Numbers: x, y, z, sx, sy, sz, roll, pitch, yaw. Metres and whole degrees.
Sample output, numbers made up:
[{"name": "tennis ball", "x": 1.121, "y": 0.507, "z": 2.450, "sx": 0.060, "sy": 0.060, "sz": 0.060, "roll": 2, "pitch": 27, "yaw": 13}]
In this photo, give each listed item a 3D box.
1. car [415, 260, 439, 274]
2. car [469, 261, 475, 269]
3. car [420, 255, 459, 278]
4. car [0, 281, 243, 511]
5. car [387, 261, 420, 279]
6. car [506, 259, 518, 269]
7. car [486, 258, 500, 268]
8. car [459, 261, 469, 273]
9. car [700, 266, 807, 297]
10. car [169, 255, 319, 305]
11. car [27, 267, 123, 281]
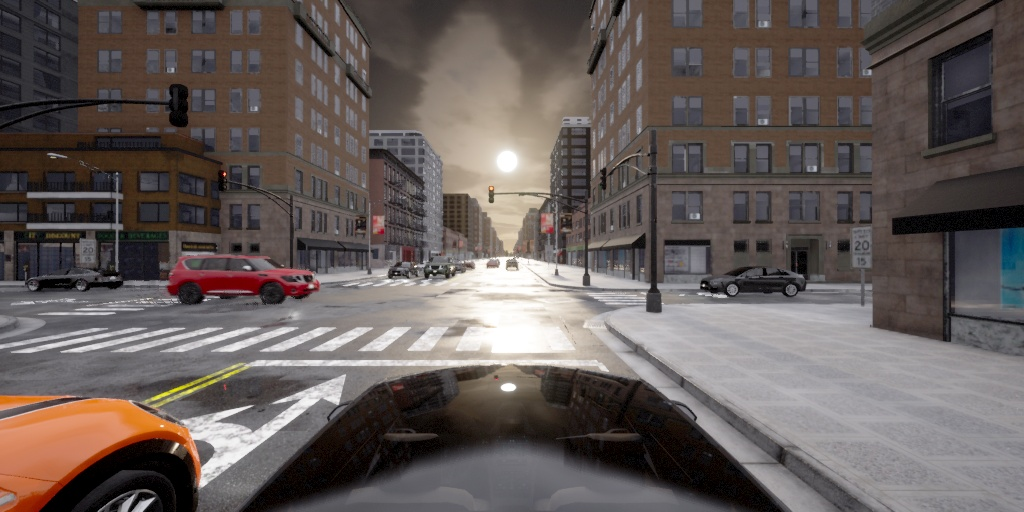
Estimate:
[{"name": "car", "x": -9.918, "y": 1.272, "z": 42.203, "sx": 1.812, "sy": 1.442, "sz": 4.674, "roll": 0, "pitch": 0, "yaw": 0}, {"name": "car", "x": -6.685, "y": 1.343, "z": 54.353, "sx": 1.895, "sy": 1.301, "sz": 4.718, "roll": 0, "pitch": 0, "yaw": 0}, {"name": "car", "x": -6.646, "y": 0.970, "z": 33.608, "sx": 2.150, "sy": 2.045, "sz": 5.566, "roll": 0, "pitch": 0, "yaw": 0}, {"name": "car", "x": -3.237, "y": 1.102, "z": 0.608, "sx": 2.097, "sy": 1.767, "sz": 4.553, "roll": 0, "pitch": 0, "yaw": 0}, {"name": "car", "x": -9.900, "y": 1.253, "z": 33.054, "sx": 1.837, "sy": 1.490, "sz": 4.892, "roll": 0, "pitch": 0, "yaw": 0}, {"name": "car", "x": 0.005, "y": 1.247, "z": 55.309, "sx": 1.837, "sy": 1.490, "sz": 4.892, "roll": 0, "pitch": 0, "yaw": 0}, {"name": "car", "x": -3.359, "y": 1.304, "z": 61.955, "sx": 1.994, "sy": 1.385, "sz": 4.181, "roll": 0, "pitch": 0, "yaw": 0}, {"name": "car", "x": -6.674, "y": 1.310, "z": 43.028, "sx": 1.994, "sy": 1.385, "sz": 4.181, "roll": 0, "pitch": 0, "yaw": 0}, {"name": "car", "x": 12.427, "y": 1.294, "z": 18.644, "sx": 4.892, "sy": 1.490, "sz": 1.837, "roll": 0, "pitch": 0, "yaw": 1}, {"name": "car", "x": -11.463, "y": 0.971, "z": 15.489, "sx": 5.566, "sy": 2.045, "sz": 2.150, "roll": 0, "pitch": 0, "yaw": -1}, {"name": "car", "x": -25.408, "y": 1.330, "z": 20.966, "sx": 4.313, "sy": 1.339, "sz": 1.948, "roll": 0, "pitch": 0, "yaw": 0}]
